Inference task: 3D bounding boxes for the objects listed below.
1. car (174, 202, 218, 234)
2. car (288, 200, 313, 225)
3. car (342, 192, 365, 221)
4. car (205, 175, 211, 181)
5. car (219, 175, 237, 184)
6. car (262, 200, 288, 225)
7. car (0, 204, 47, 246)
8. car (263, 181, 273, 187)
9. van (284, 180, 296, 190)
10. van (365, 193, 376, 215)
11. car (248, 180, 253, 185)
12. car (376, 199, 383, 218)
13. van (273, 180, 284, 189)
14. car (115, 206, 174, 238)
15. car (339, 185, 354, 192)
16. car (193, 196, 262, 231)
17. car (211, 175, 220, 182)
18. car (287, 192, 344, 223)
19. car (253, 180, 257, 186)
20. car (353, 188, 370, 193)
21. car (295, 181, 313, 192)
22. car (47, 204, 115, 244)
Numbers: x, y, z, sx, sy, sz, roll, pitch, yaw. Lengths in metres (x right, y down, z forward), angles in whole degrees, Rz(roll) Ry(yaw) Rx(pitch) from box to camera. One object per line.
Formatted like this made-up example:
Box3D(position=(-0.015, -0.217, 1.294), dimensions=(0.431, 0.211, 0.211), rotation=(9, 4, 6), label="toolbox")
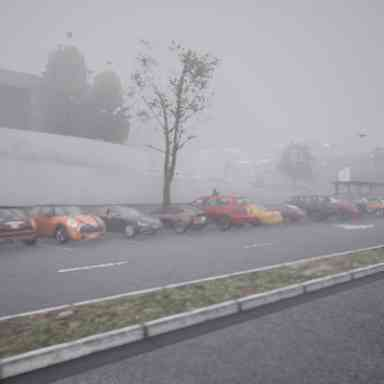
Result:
Box3D(position=(-1.289, 1.533, 19.310), dimensions=(4.792, 1.488, 2.163), rotation=(-1, -1, 35), label="car")
Box3D(position=(6.084, 1.566, 24.507), dimensions=(4.674, 1.452, 2.002), rotation=(-1, -1, 35), label="car")
Box3D(position=(11.027, 1.290, 27.967), dimensions=(5.566, 2.045, 2.435), rotation=(-1, -1, 35), label="car")
Box3D(position=(6.612, -3.795, 94.326), dimensions=(2.185, 1.767, 4.553), rotation=(6, 3, 34), label="car")
Box3D(position=(10.255, -3.121, 89.599), dimensions=(1.946, 1.575, 5.366), rotation=(7, 3, 34), label="car")
Box3D(position=(3.477, 1.517, 22.881), dimensions=(5.366, 1.575, 1.946), rotation=(-1, -1, 35), label="car")
Box3D(position=(-8.573, 1.365, 14.058), dimensions=(4.553, 1.767, 2.185), rotation=(-1, 0, 35), label="car")
Box3D(position=(18.927, -1.756, 77.301), dimensions=(1.946, 1.575, 5.366), rotation=(7, 3, 35), label="car")
Box3D(position=(22.227, -1.435, 72.097), dimensions=(1.878, 1.987, 4.442), rotation=(7, 4, 35), label="van")
Box3D(position=(13.566, 1.323, 29.636), dimensions=(4.442, 1.987, 1.878), rotation=(-1, -1, 35), label="van")
Box3D(position=(15.356, -2.262, 82.086), dimensions=(2.002, 1.452, 4.674), rotation=(7, 3, 35), label="car")
Box3D(position=(15.976, 1.432, 31.385), dimensions=(4.553, 1.767, 2.185), rotation=(-1, -1, 35), label="car")
Box3D(position=(20.500, -1.708, 74.569), dimensions=(1.878, 1.987, 4.442), rotation=(7, 3, 35), label="van")
Box3D(position=(-3.710, 1.499, 17.565), dimensions=(4.892, 1.521, 2.231), rotation=(-1, -1, 35), label="car")
Box3D(position=(29.192, -0.370, 62.345), dimensions=(2.435, 2.045, 5.566), rotation=(7, 3, 35), label="car")
Box3D(position=(1.157, 1.259, 21.055), dimensions=(5.566, 2.045, 2.435), rotation=(-1, -1, 35), label="car")
Box3D(position=(8.405, -3.644, 91.859), dimensions=(2.435, 2.045, 5.566), rotation=(7, 3, 34), label="car")
Box3D(position=(8.513, 1.283, 26.264), dimensions=(5.566, 2.045, 2.435), rotation=(-1, -1, 35), label="car")
Box3D(position=(17.097, -1.988, 79.623), dimensions=(2.002, 1.452, 4.674), rotation=(7, 3, 35), label="car")
Box3D(position=(30.881, 0.193, 59.872), dimensions=(2.002, 1.452, 4.674), rotation=(7, 3, 35), label="car")
Box3D(position=(23.986, -0.936, 69.733), dimensions=(2.231, 1.521, 4.892), rotation=(7, 3, 35), label="car")
Box3D(position=(-6.177, 1.368, 15.841), dimensions=(4.553, 1.767, 2.185), rotation=(-1, -1, 35), label="car")
